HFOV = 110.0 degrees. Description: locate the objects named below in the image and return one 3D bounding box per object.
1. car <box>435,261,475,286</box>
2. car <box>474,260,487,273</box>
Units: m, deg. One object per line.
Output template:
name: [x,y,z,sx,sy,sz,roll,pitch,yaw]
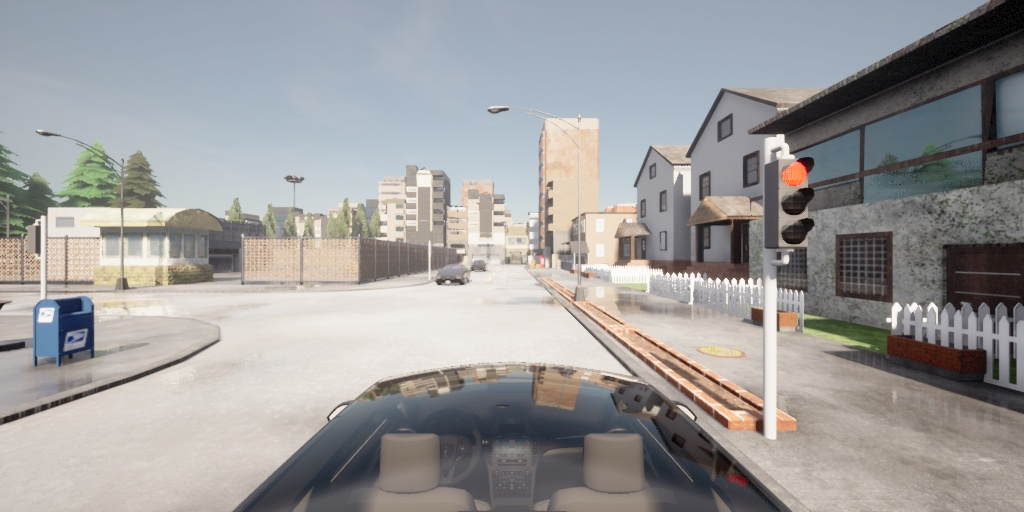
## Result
car: [-4.108,1.296,25.698,2.033,1.411,5.357,0,0,0]
car: [-4.109,1.252,44.610,1.837,1.490,4.892,0,0,0]
